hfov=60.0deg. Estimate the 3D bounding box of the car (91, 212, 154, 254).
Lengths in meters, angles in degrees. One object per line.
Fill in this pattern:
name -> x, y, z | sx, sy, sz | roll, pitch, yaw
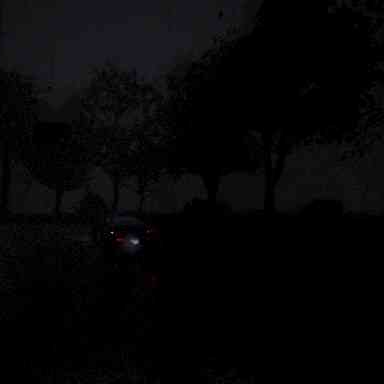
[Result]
car -> -2.891, 1.527, 13.529 | 1.812, 1.442, 4.674 | 0, 0, -24
